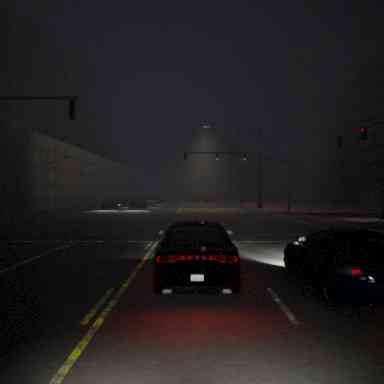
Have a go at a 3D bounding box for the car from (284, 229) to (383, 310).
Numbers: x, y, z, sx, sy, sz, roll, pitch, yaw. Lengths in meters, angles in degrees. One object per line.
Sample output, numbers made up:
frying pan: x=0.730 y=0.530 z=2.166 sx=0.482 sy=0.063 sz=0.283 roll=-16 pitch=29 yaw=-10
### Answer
car: x=3.611 y=1.564 z=7.905 sx=1.994 sy=1.385 sz=4.181 roll=0 pitch=0 yaw=1

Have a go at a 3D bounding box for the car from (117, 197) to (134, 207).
car: x=-10.346 y=1.526 z=51.983 sx=1.812 sy=1.442 sz=4.674 roll=0 pitch=0 yaw=0

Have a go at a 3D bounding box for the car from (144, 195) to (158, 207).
car: x=-6.844 y=1.526 z=52.027 sx=1.812 sy=1.442 sz=4.674 roll=0 pitch=0 yaw=0

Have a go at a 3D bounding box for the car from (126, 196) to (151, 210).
car: x=-6.896 y=1.564 z=43.269 sx=1.994 sy=1.385 sz=4.181 roll=0 pitch=0 yaw=0

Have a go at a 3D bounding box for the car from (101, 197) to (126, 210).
car: x=-10.398 y=1.564 z=43.230 sx=1.994 sy=1.385 sz=4.181 roll=0 pitch=0 yaw=0

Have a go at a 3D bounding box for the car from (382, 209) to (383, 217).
car: x=18.051 y=1.352 z=27.110 sx=4.553 sy=1.767 sz=2.097 roll=0 pitch=0 yaw=0

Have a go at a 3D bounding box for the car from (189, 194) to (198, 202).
car: x=0.331 y=1.515 z=73.032 sx=1.812 sy=1.442 sz=4.674 roll=0 pitch=0 yaw=0

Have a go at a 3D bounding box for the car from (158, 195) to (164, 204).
car: x=-6.789 y=1.505 z=61.272 sx=1.837 sy=1.490 sz=4.892 roll=0 pitch=0 yaw=1

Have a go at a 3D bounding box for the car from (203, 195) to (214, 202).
car: x=3.845 y=1.524 z=73.862 sx=1.812 sy=1.442 sz=4.674 roll=0 pitch=0 yaw=0

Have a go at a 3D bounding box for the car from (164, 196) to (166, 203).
car: x=-6.677 y=1.500 z=71.448 sx=1.837 sy=1.490 sz=4.892 roll=0 pitch=0 yaw=0

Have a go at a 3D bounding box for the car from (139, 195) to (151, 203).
car: x=-10.173 y=1.475 z=72.298 sx=1.882 sy=1.535 sz=5.008 roll=0 pitch=0 yaw=0

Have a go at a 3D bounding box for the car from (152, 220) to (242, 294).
car: x=0.107 y=1.478 z=8.813 sx=1.882 sy=1.535 sz=5.008 roll=0 pitch=0 yaw=0

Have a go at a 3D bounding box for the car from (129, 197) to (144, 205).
car: x=-10.281 y=1.564 z=61.883 sx=1.994 sy=1.385 sz=4.181 roll=0 pitch=0 yaw=1

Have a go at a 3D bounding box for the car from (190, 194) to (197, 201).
car: x=0.377 y=1.365 z=83.033 sx=1.882 sy=1.535 sz=5.008 roll=0 pitch=0 yaw=0
